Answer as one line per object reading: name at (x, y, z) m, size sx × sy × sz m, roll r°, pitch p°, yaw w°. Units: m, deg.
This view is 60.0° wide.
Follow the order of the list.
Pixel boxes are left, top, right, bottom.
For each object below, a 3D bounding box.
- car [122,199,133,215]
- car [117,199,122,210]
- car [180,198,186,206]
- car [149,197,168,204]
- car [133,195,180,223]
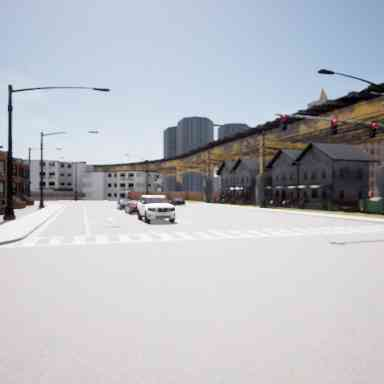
car at (-5.986, 1.672, 35.517) m, size 1.895 × 1.301 × 4.718 m, roll 0°, pitch 0°, yaw -18°
car at (-9.002, 1.635, 44.650) m, size 2.033 × 1.411 × 5.357 m, roll 0°, pitch 0°, yaw -18°
car at (-2.649, 1.695, 59.029) m, size 1.994 × 1.385 × 4.181 m, roll 0°, pitch 0°, yaw -21°
car at (-6.864, 1.670, 67.765) m, size 1.812 × 1.442 × 4.674 m, roll 0°, pitch 0°, yaw -35°
car at (-2.912, 1.277, 26.247) m, size 2.150 × 2.045 × 5.566 m, roll 0°, pitch 0°, yaw -18°
